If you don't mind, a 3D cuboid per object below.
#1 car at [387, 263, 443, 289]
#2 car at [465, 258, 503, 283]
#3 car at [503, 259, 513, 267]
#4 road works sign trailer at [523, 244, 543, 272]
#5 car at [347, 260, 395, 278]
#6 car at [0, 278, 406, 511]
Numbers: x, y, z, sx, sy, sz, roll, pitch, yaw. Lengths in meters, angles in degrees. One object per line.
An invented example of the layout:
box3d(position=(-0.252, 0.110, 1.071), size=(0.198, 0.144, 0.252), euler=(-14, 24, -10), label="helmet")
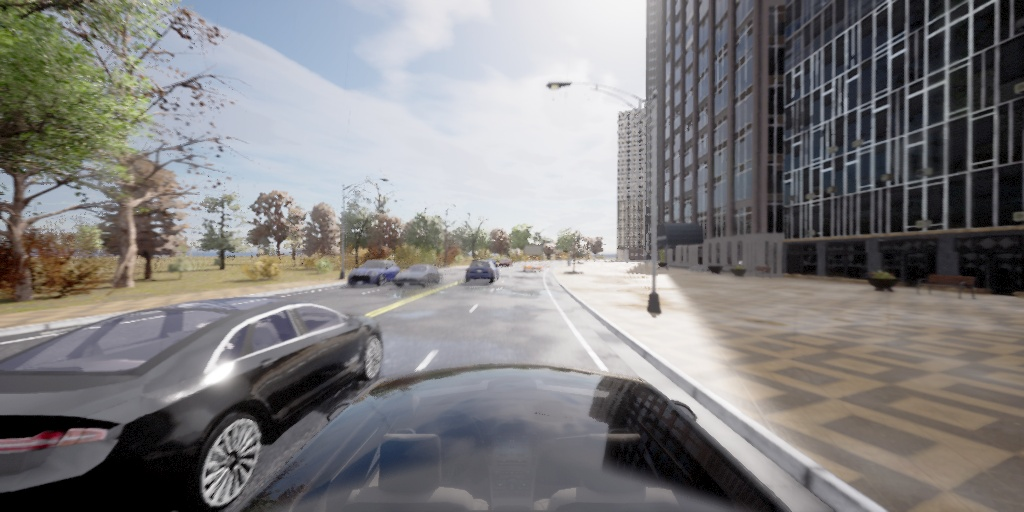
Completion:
box3d(position=(-5.956, 1.274, 23.552), size=(2.033, 1.411, 5.357), euler=(0, 0, 4), label="car")
box3d(position=(-2.213, 1.097, 27.894), size=(2.097, 1.767, 4.553), euler=(0, 0, 4), label="car")
box3d(position=(-1.125, 1.230, 65.081), size=(1.882, 1.535, 5.008), euler=(0, 0, 10), label="car")
box3d(position=(2.715, 0.240, 46.891), size=(2.380, 3.560, 2.880), euler=(0, 0, 8), label="road works sign trailer")
box3d(position=(-9.154, 1.063, 24.182), size=(2.097, 1.767, 4.553), euler=(0, 0, 4), label="car")
box3d(position=(-3.108, 1.229, 4.252), size=(2.128, 1.511, 4.902), euler=(0, 0, 0), label="car")
